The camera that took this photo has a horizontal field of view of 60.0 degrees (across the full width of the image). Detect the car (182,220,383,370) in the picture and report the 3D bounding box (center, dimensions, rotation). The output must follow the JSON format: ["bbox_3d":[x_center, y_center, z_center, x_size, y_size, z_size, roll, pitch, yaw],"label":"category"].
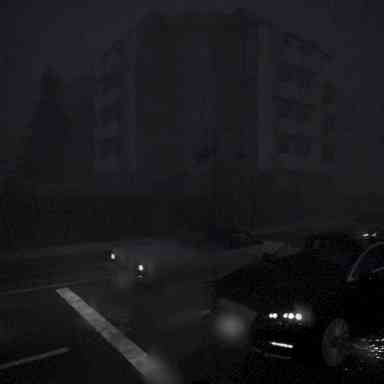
[{"bbox_3d":[2.503,1.491,5.770,4.902,1.511,2.128,0,0,-35],"label":"car"}]

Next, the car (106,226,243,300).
[{"bbox_3d":[0.308,1.601,8.504,4.718,1.301,1.895,0,0,-35],"label":"car"}]

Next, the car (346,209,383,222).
[{"bbox_3d":[7.848,1.504,13.881,4.892,1.490,1.837,0,0,-36],"label":"car"}]
